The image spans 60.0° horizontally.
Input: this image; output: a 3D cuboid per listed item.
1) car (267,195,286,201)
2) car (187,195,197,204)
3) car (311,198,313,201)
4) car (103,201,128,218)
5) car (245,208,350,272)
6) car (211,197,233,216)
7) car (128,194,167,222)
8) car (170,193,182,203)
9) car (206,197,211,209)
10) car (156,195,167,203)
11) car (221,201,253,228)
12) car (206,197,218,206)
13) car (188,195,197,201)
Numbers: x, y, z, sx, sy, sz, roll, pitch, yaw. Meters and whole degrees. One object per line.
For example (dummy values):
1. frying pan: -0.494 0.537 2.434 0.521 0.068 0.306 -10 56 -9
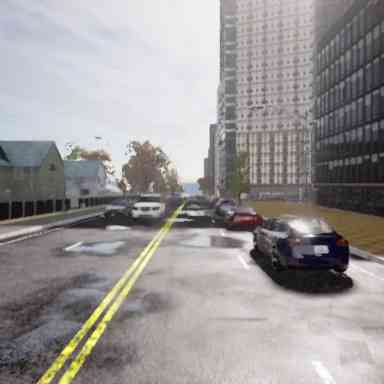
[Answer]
1. car: 23.040 1.641 91.054 5.009 1.841 2.192 0 2 20
2. car: 0.019 1.572 63.813 1.895 1.301 4.718 0 0 0
3. car: 33.685 1.958 87.159 4.507 1.381 1.887 0 2 20
4. car: -6.588 1.517 30.446 2.033 1.411 5.357 0 0 0
5. car: 3.254 1.489 10.718 2.163 1.488 4.792 0 0 0
6. car: 3.260 1.400 32.697 2.033 1.649 4.856 0 0 0
7. car: -3.343 1.193 26.750 2.150 2.045 5.566 0 0 1
8. car: -3.230 1.184 68.021 2.150 2.045 5.566 0 0 0
9. car: 3.263 1.398 43.701 2.033 1.649 4.856 0 0 0
10. car: -6.479 1.409 70.953 1.882 1.535 5.008 0 0 0
11. car: 3.257 1.538 21.693 1.994 1.385 4.181 0 0 0
12. car: 3.266 1.492 54.705 1.812 1.442 4.674 0 0 0
13. car: 0.024 1.334 79.336 2.033 1.411 5.357 0 0 0
